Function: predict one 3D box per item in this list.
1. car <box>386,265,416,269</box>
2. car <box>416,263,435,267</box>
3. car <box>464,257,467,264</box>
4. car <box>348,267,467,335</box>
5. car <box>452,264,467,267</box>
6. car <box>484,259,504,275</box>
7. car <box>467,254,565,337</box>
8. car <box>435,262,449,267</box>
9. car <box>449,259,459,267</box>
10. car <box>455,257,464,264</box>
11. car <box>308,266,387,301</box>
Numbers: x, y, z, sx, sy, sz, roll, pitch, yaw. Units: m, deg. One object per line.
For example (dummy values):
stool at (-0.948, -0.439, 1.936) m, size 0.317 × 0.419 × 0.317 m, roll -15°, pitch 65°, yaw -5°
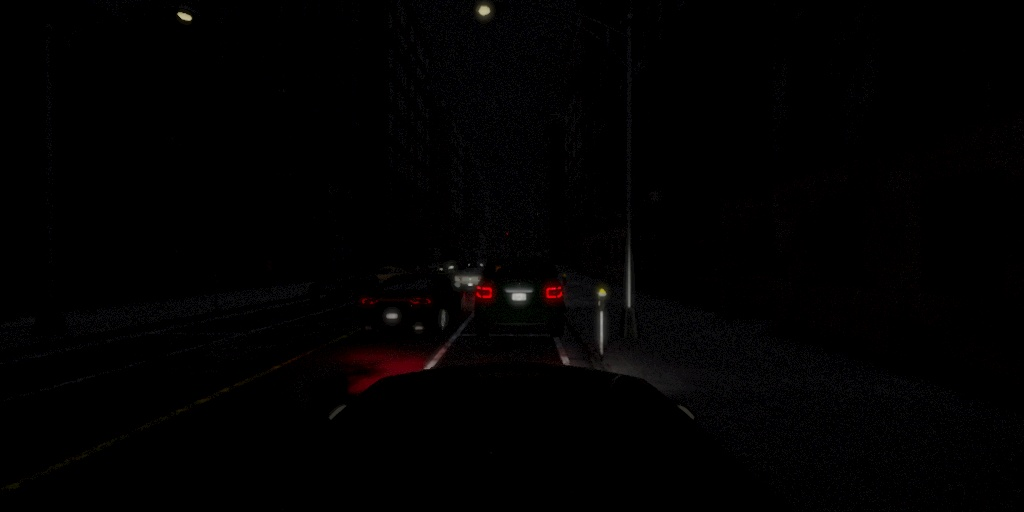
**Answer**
car at (-7.838, 1.289, 22.621) m, size 1.751 × 1.417 × 4.829 m, roll 0°, pitch 0°, yaw 1°
car at (-7.696, 1.347, 28.202) m, size 1.802 × 1.307 × 4.207 m, roll 0°, pitch 0°, yaw 1°
car at (-4.606, 1.108, 47.038) m, size 2.097 × 1.767 × 4.553 m, roll 0°, pitch 0°, yaw 2°
car at (-2.658, 1.233, 10.577) m, size 1.882 × 1.535 × 5.008 m, roll 0°, pitch -1°, yaw 1°
car at (-2.343, 1.359, 22.922) m, size 1.895 × 1.301 × 4.718 m, roll 0°, pitch 0°, yaw 1°
car at (-1.980, 1.213, 41.098) m, size 1.801 × 1.575 × 5.366 m, roll 0°, pitch 0°, yaw 1°
car at (0.222, 0.980, 10.481) m, size 2.150 × 2.045 × 5.566 m, roll 0°, pitch 0°, yaw 1°
car at (-7.557, 1.315, 33.614) m, size 2.007 × 1.370 × 4.403 m, roll 0°, pitch 0°, yaw 1°
car at (-7.419, 1.313, 39.025) m, size 2.007 × 1.370 × 4.403 m, roll 0°, pitch 0°, yaw 1°
car at (-7.143, 1.073, 49.847) m, size 2.192 × 1.841 × 5.009 m, roll 0°, pitch 0°, yaw 1°
car at (-7.972, 1.328, 17.380) m, size 1.948 × 1.339 × 4.313 m, roll 0°, pitch 0°, yaw 1°
